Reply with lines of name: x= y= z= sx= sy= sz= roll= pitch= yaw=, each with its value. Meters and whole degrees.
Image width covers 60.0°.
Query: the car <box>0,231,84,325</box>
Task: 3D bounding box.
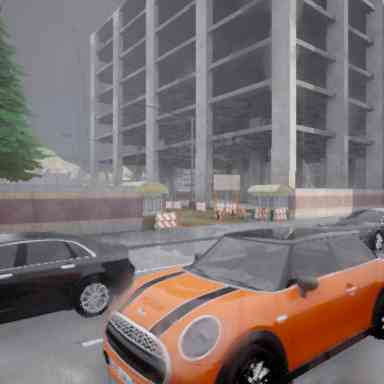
car: x=-3.385 y=1.505 z=5.833 sx=4.892 sy=1.490 sz=1.837 roll=0 pitch=0 yaw=-38

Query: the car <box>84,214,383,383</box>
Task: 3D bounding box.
car: x=1.078 y=1.352 z=4.863 sx=4.553 sy=1.767 sz=2.097 roll=0 pitch=0 yaw=-38

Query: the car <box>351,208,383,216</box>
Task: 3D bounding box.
car: x=7.842 y=1.506 z=14.460 sx=4.892 sy=1.490 sz=1.837 roll=0 pitch=0 yaw=-37
